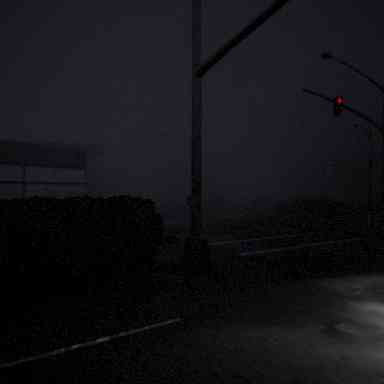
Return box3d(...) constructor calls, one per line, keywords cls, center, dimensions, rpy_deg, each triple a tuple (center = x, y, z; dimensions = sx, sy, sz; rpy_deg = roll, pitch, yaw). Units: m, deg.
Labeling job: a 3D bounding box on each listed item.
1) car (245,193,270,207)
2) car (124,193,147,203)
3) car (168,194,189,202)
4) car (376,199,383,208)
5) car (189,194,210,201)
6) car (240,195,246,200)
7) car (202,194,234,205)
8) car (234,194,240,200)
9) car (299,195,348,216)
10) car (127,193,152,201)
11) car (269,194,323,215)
box3d(cls="car", center=(9.837, 1.313, 46.751), dimensions=(3.633, 1.501, 1.845), rpy_deg=(0, 0, -35))
box3d(cls="car", center=(-10.776, 1.071, 63.723), dimensions=(3.866, 1.878, 1.905), rpy_deg=(0, 0, -35))
box3d(cls="car", center=(-2.449, 1.090, 65.555), dimensions=(4.605, 1.855, 1.932), rpy_deg=(0, 0, -35))
box3d(cls="car", center=(25.725, 1.376, 43.255), dimensions=(3.806, 1.475, 1.970), rpy_deg=(0, 0, -35))
box3d(cls="car", center=(1.754, 1.289, 76.989), dimensions=(4.514, 1.523, 2.007), rpy_deg=(0, 0, -35))
box3d(cls="car", center=(13.581, 1.144, 72.978), dimensions=(5.027, 1.636, 2.152), rpy_deg=(0, 0, -35))
box3d(cls="car", center=(4.128, 1.291, 54.953), dimensions=(4.514, 1.523, 2.007), rpy_deg=(0, 0, -35))
box3d(cls="car", center=(9.628, 1.222, 78.044), dimensions=(3.806, 1.475, 1.970), rpy_deg=(0, 0, -35))
box3d(cls="car", center=(12.212, 1.335, 30.110), dimensions=(4.514, 1.523, 2.007), rpy_deg=(0, 0, -35))
box3d(cls="car", center=(-9.366, 1.355, 60.651), dimensions=(3.806, 1.475, 1.970), rpy_deg=(0, 0, -35))
box3d(cls="car", center=(10.366, 1.325, 32.647), dimensions=(5.027, 1.636, 2.152), rpy_deg=(0, 0, -35))
